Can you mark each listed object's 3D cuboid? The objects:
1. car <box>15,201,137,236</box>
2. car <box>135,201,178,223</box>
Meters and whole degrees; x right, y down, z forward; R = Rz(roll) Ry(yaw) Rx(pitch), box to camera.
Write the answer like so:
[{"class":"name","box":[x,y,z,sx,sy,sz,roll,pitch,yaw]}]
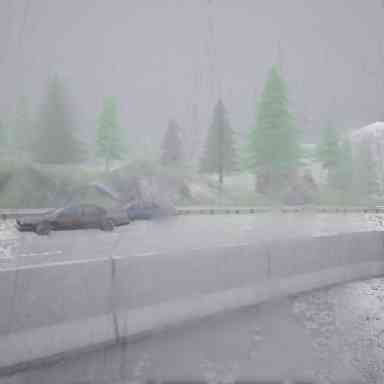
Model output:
[{"class":"car","box":[-5.812,1.311,16.710,5.357,1.411,2.033,1,1,-33]},{"class":"car","box":[-3.598,1.305,22.147,5.357,1.411,2.033,1,1,-30]}]
